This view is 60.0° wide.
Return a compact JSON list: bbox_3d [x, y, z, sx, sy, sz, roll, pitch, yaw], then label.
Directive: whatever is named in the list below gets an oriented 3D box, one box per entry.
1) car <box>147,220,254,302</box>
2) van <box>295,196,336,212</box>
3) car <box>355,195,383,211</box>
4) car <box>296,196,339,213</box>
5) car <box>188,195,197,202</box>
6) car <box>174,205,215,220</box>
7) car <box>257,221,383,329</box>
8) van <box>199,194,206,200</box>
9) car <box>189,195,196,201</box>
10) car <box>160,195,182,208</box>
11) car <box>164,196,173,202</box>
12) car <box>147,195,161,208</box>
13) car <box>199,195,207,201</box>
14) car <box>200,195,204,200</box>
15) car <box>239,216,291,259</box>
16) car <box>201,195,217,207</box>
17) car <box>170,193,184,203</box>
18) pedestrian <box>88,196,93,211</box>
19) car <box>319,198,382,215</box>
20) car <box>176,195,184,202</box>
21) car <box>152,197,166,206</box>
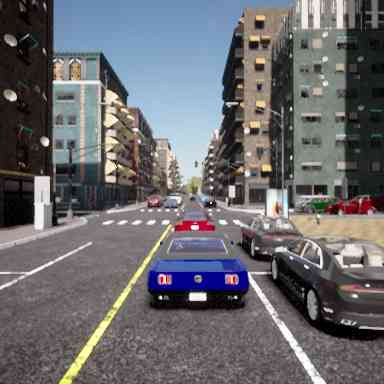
[{"bbox_3d":[0.115,1.609,8.246,1.895,1.301,4.718,0,0,0],"label":"car"},{"bbox_3d":[13.835,1.322,37.424,3.998,1.788,1.690,0,0,1],"label":"van"},{"bbox_3d":[19.362,1.253,37.374,5.009,1.841,2.192,0,0,1],"label":"car"},{"bbox_3d":[13.401,1.296,34.844,4.553,1.767,2.097,0,-1,1],"label":"car"},{"bbox_3d":[0.152,1.612,79.672,2.128,1.511,4.902,0,0,0],"label":"car"},{"bbox_3d":[0.127,1.581,17.109,1.994,1.385,4.181,0,0,0],"label":"car"},{"bbox_3d":[2.843,1.558,6.862,2.008,1.369,4.403,1,0,0],"label":"car"},{"bbox_3d":[2.853,1.426,78.481,1.690,1.788,3.998,1,0,0],"label":"van"},{"bbox_3d":[0.172,1.623,90.055,1.812,1.442,4.674,0,0,0],"label":"car"},{"bbox_3d":[-3.009,1.598,48.606,2.033,1.411,5.357,0,0,0],"label":"car"},{"bbox_3d":[-5.529,1.651,78.536,1.947,1.339,4.313,1,0,0],"label":"car"},{"bbox_3d":[-5.579,1.368,50.681,2.192,1.841,5.009,1,0,0],"label":"car"},{"bbox_3d":[2.872,1.643,89.622,1.887,1.381,4.507,1,0,0],"label":"car"},{"bbox_3d":[2.808,1.641,56.195,1.802,1.307,4.206,1,0,0],"label":"car"},{"bbox_3d":[2.854,1.563,12.431,2.008,1.369,4.403,1,0,0],"label":"car"},{"bbox_3d":[2.797,1.619,50.624,1.947,1.339,4.313,1,0,0],"label":"car"},{"bbox_3d":[-2.966,1.284,58.607,2.150,2.045,5.566,0,0,1],"label":"car"},{"bbox_3d":[-12.451,1.375,40.618,0.375,1.860,0.375,0,0,1],"label":"pedestrian"},{"bbox_3d":[13.759,1.433,29.042,4.206,1.307,1.802,0,0,1],"label":"car"},{"bbox_3d":[-2.849,1.586,78.958,1.837,1.490,4.892,0,0,0],"label":"car"},{"bbox_3d":[-5.572,1.604,56.252,1.887,1.381,4.507,1,0,0],"label":"car"}]
